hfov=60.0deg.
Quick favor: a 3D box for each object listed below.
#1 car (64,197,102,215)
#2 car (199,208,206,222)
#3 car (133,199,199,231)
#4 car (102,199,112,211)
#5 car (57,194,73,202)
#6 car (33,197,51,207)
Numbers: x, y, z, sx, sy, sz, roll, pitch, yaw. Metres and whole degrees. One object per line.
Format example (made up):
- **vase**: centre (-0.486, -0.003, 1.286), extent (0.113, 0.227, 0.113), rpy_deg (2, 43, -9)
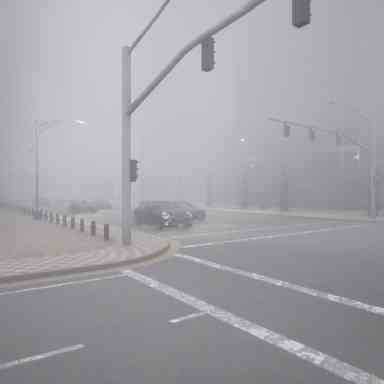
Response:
- **car**: centre (-11.058, 1.508, 33.485), extent (1.994, 1.385, 4.181), rpy_deg (0, 0, -35)
- **car**: centre (-0.925, 1.422, 25.222), extent (1.882, 1.535, 5.008), rpy_deg (0, 0, -36)
- **car**: centre (-1.847, 1.297, 20.380), extent (2.097, 1.767, 4.553), rpy_deg (0, 0, -34)
- **car**: centre (-11.055, 1.509, 39.594), extent (1.994, 1.385, 4.181), rpy_deg (0, 0, -35)
- **car**: centre (-19.962, 1.076, 52.485), extent (1.882, 1.535, 5.008), rpy_deg (0, 0, -35)
- **car**: centre (-22.792, 1.473, 50.423), extent (1.837, 1.490, 4.892), rpy_deg (0, 0, -35)
